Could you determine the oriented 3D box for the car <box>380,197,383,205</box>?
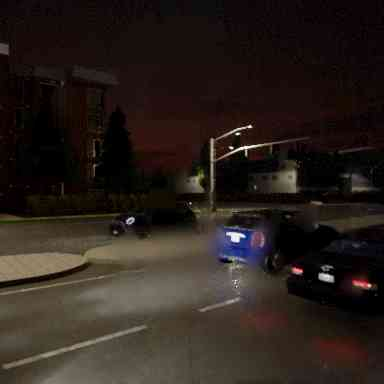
[{"bbox_3d":[33.396,1.284,55.756,4.553,1.767,2.097,0,0,-38],"label":"car"}]

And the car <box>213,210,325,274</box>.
[{"bbox_3d":[2.883,1.341,10.679,4.553,1.767,2.097,0,0,-38],"label":"car"}]

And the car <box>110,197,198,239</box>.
[{"bbox_3d":[-1.914,1.341,17.283,4.553,1.767,2.097,0,0,-39],"label":"car"}]

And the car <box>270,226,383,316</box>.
[{"bbox_3d":[4.316,1.539,7.350,5.357,1.411,2.033,0,0,-38],"label":"car"}]
